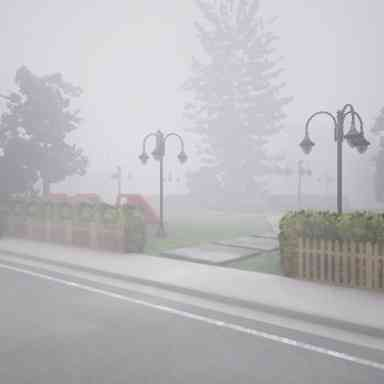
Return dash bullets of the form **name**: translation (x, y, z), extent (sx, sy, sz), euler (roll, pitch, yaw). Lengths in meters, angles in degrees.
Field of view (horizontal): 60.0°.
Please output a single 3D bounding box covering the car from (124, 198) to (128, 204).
- **car**: translation (-9.369, 1.495, 56.496), extent (2.128, 1.511, 4.902), euler (0, 0, 35)
